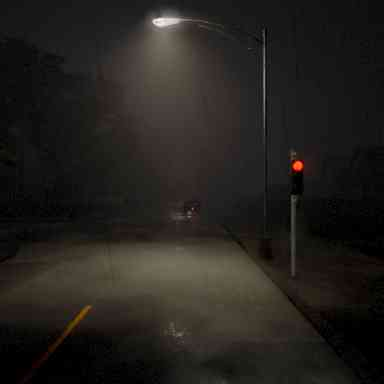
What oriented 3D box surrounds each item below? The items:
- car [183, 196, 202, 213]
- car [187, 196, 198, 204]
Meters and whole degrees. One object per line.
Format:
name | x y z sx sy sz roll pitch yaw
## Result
car | 0.062 1.505 37.808 1.837 1.490 4.892 0 0 0
car | 0.049 1.548 67.567 2.033 1.411 5.357 0 0 0
